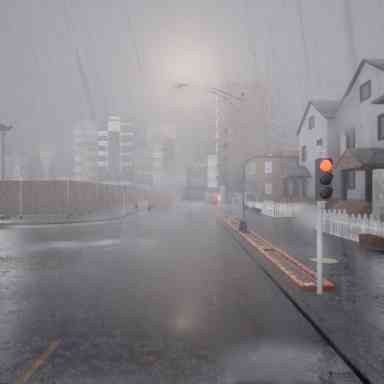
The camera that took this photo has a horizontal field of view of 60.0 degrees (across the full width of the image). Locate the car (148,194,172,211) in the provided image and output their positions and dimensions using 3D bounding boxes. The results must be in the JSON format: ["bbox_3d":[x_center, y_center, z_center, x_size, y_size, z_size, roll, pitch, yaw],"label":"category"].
[{"bbox_3d":[-4.082,1.221,41.246,2.150,2.045,5.566,0,0,0],"label":"car"}]
